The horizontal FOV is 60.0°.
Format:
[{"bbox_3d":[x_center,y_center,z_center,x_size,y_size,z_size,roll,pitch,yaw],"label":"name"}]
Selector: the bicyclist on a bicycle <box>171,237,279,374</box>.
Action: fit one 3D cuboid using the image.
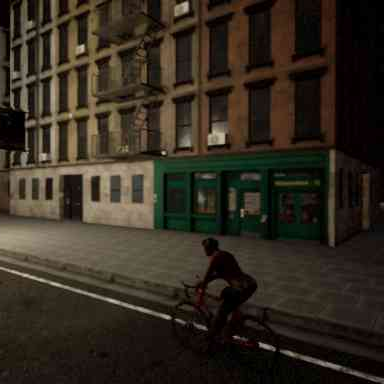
[{"bbox_3d":[0.366,1.433,4.400,1.656,1.620,0.582,0,0,36],"label":"bicyclist on a bicycle"}]
